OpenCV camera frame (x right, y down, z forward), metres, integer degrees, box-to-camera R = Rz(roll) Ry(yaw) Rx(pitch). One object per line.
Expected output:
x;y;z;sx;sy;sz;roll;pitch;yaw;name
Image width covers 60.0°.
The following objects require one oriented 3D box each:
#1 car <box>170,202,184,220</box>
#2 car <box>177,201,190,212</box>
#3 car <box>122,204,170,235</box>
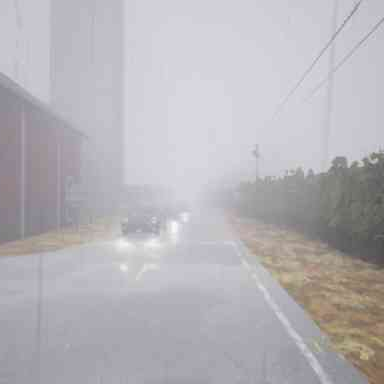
-2.152;1.912;31.757;1.895;1.301;4.718;0;-1;4;car
-1.329;1.941;45.865;2.128;1.511;4.902;0;-1;2;car
-2.775;1.550;20.173;2.097;1.767;4.553;0;-1;3;car
